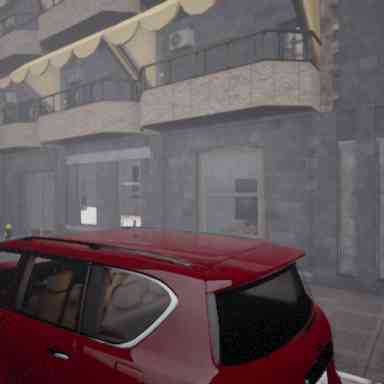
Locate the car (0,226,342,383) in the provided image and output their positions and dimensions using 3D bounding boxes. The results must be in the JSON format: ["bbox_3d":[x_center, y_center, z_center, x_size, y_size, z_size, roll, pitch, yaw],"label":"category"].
[{"bbox_3d":[-1.112,1.308,3.529,5.009,1.841,2.192,0,0,36],"label":"car"}]
